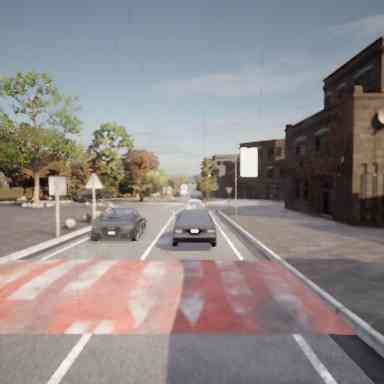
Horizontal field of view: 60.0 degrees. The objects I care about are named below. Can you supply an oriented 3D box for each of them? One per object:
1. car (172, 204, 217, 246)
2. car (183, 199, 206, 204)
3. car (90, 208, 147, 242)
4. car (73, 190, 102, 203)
[{"bbox_3d":[0.099,1.473,14.829,2.033,1.411,5.357,0,0,0],"label":"car"},{"bbox_3d":[0.222,1.362,28.312,1.812,1.442,4.674,0,0,2],"label":"car"},{"bbox_3d":[-3.332,1.481,15.738,1.994,1.385,4.181,0,0,0],"label":"car"},{"bbox_3d":[-17.466,0.737,55.871,2.150,2.045,5.566,1,2,21],"label":"car"}]
